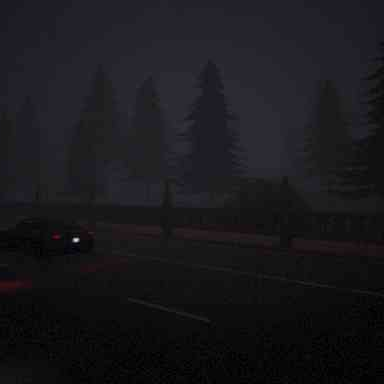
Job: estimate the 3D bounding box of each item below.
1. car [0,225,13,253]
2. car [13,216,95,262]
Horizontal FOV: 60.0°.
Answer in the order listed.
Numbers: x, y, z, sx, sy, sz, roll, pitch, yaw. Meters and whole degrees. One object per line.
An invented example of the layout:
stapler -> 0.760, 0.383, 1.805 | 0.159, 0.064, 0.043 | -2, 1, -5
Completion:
car -> -7.561, 1.569, 9.569 | 5.357, 1.411, 2.033 | 0, 0, 36
car -> -5.525, 1.594, 12.411 | 4.181, 1.385, 1.994 | 0, 0, 36
